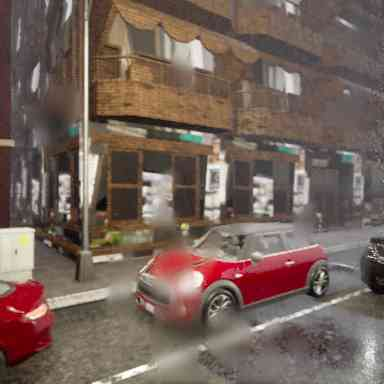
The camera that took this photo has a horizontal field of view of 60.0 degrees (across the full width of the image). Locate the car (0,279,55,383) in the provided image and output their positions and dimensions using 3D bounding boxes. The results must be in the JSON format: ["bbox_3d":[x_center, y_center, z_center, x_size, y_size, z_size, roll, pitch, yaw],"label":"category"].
[{"bbox_3d":[-3.692,1.591,3.455,4.206,1.307,1.802,-1,1,-35],"label":"car"}]

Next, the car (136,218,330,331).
[{"bbox_3d":[0.924,1.403,6.746,4.097,1.590,1.967,-1,1,-35],"label":"car"}]

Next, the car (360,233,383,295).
[{"bbox_3d":[6.032,1.147,7.377,5.566,2.045,2.150,-1,0,-36],"label":"car"}]
